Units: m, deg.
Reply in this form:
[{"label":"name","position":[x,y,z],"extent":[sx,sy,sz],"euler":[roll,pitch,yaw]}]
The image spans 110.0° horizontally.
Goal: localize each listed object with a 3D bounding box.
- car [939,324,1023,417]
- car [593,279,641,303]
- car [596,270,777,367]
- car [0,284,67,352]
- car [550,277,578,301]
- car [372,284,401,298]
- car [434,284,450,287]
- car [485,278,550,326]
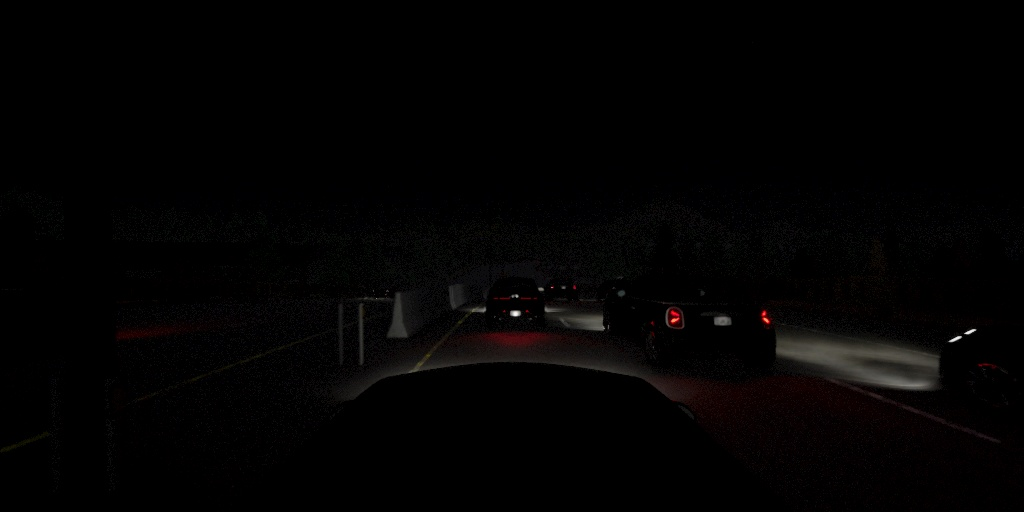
[{"label":"car","position":[7.101,1.107,3.140],"extent":[2.097,1.767,4.553],"euler":[0,0,0]},{"label":"car","position":[7.108,2.376,24.780],"extent":[1.837,1.490,4.892],"euler":[0,-5,0]},{"label":"car","position":[3.602,1.194,8.251],"extent":[2.097,1.767,4.553],"euler":[0,-2,0]},{"label":"car","position":[-10.597,1.293,6.444],"extent":[2.128,1.511,4.902],"euler":[0,-1,0]},{"label":"car","position":[3.609,2.456,27.139],"extent":[2.097,1.767,4.553],"euler":[0,-6,0]},{"label":"car","position":[-14.045,3.922,40.470],"extent":[1.882,1.535,5.008],"euler":[0,-6,0]},{"label":"car","position":[-7.055,3.543,36.398],"extent":[1.837,1.490,4.892],"euler":[0,-6,0]},{"label":"car","position":[0.103,1.514,12.756],"extent":[1.837,1.490,4.892],"euler":[0,-3,0]}]
